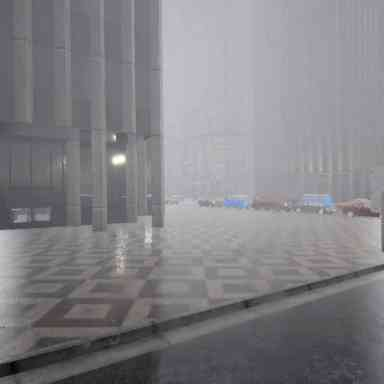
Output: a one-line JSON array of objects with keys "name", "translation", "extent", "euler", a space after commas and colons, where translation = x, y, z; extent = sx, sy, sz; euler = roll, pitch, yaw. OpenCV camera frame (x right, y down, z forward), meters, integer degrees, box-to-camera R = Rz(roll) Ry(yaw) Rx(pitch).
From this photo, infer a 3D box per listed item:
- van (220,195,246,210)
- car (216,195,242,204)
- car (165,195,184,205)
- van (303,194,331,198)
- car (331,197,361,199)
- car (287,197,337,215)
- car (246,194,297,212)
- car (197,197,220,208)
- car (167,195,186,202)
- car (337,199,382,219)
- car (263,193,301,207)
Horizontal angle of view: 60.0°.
[{"name": "van", "translation": [5.798, 1.295, 42.351], "extent": [1.690, 1.788, 3.998], "euler": [-1, 1, -36]}, {"name": "car", "translation": [6.214, 1.298, 56.431], "extent": [1.752, 1.417, 4.829], "euler": [-1, 1, -36]}, {"name": "car", "translation": [-3.852, 1.440, 55.828], "extent": [2.008, 1.369, 4.403], "euler": [-1, 1, -36]}, {"name": "van", "translation": [15.958, 1.180, 42.813], "extent": [1.690, 1.788, 3.998], "euler": [-1, 1, -36]}, {"name": "car", "translation": [19.076, 1.386, 38.461], "extent": [1.752, 1.417, 4.829], "euler": [-1, 1, -36]}, {"name": "car", "translation": [12.235, 1.550, 33.369], "extent": [2.008, 1.369, 4.403], "euler": [-1, 1, -36]}, {"name": "car", "translation": [9.016, 1.291, 37.858], "extent": [2.192, 1.841, 5.009], "euler": [-1, 1, -36]}, {"name": "car", "translation": [2.582, 1.373, 46.843], "extent": [1.967, 1.590, 4.097], "euler": [-1, 1, -36]}, {"name": "car", "translation": [-3.333, 1.259, 69.771], "extent": [2.008, 1.369, 4.403], "euler": [-1, 1, -36]}, {"name": "car", "translation": [15.453, 1.567, 28.877], "extent": [1.887, 1.381, 4.507], "euler": [-1, 1, -36]}, {"name": "car", "translation": [12.742, 1.131, 47.305], "extent": [2.192, 1.841, 5.009], "euler": [-1, 1, -36]}]
